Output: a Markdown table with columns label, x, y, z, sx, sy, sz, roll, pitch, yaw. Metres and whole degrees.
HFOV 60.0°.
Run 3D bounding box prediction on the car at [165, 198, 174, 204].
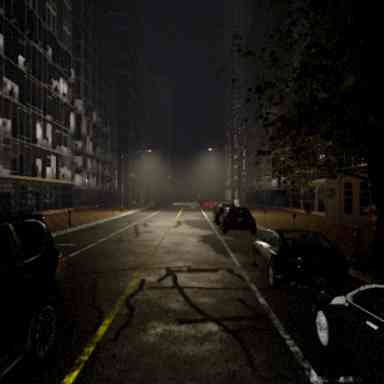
| label | x | y | z | sx | sy | sz | roll | pitch | yaw |
| --- | --- | --- | --- | --- | --- | --- | --- | --- | --- |
| car | -5.709 | 2.281 | 83.184 | 1.947 | 1.339 | 4.313 | 0 | 0 | 0 |

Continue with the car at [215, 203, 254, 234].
| label | x | y | z | sx | sy | sz | roll | pitch | yaw |
| --- | --- | --- | --- | --- | --- | --- | --- | --- | --- |
| car | 2.686 | 1.634 | 20.565 | 1.967 | 1.590 | 4.097 | 0 | -1 | 0 |

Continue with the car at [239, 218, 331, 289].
| label | x | y | z | sx | sy | sz | roll | pitch | yaw |
| --- | --- | --- | --- | --- | --- | --- | --- | --- | --- |
| car | 2.689 | 1.641 | 9.179 | 2.008 | 1.369 | 4.403 | 0 | -1 | 0 |

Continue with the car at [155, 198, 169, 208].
| label | x | y | z | sx | sy | sz | roll | pitch | yaw |
| --- | --- | --- | --- | --- | --- | --- | --- | --- | --- |
| car | -5.704 | 2.083 | 60.414 | 1.887 | 1.381 | 4.507 | 0 | 0 | 0 |

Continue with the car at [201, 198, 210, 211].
| label | x | y | z | sx | sy | sz | roll | pitch | yaw |
| --- | --- | --- | --- | --- | --- | --- | --- | --- | --- |
| car | 2.680 | 1.989 | 49.026 | 1.887 | 1.381 | 4.507 | 0 | 0 | 0 |

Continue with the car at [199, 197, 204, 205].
| label | x | y | z | sx | sy | sz | roll | pitch | yaw |
| --- | --- | --- | --- | --- | --- | --- | --- | --- | --- |
| car | 2.675 | 2.148 | 66.102 | 1.947 | 1.339 | 4.313 | 0 | 0 | 0 |

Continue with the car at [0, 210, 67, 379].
| label | x | y | z | sx | sy | sz | roll | pitch | yaw |
| --- | --- | --- | --- | --- | --- | --- | --- | --- | --- |
| car | -3.001 | 1.252 | 2.928 | 2.150 | 2.045 | 5.566 | 0 | -1 | 0 |

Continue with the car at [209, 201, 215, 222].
| label | x | y | z | sx | sy | sz | roll | pitch | yaw |
| --- | --- | --- | --- | --- | --- | --- | --- | --- | --- |
| car | 2.685 | 1.686 | 26.257 | 1.967 | 1.590 | 4.097 | 0 | -1 | 0 |

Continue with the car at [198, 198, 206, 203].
| label | x | y | z | sx | sy | sz | roll | pitch | yaw |
| --- | --- | --- | --- | --- | --- | --- | --- | --- | --- |
| car | 2.670 | 2.322 | 88.869 | 1.947 | 1.339 | 4.313 | 0 | 0 | 0 |

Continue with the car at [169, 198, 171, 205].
| label | x | y | z | sx | sy | sz | roll | pitch | yaw |
| --- | --- | --- | --- | --- | --- | --- | --- | --- | --- |
| car | -5.705 | 2.165 | 66.107 | 1.802 | 1.307 | 4.206 | 0 | 0 | 0 |

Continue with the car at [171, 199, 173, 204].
| label | x | y | z | sx | sy | sz | roll | pitch | yaw |
| --- | --- | --- | --- | --- | --- | --- | --- | --- | --- |
| car | -5.708 | 2.216 | 77.492 | 1.887 | 1.381 | 4.507 | 0 | 0 | 0 |

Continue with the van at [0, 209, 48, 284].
| label | x | y | z | sx | sy | sz | roll | pitch | yaw |
| --- | --- | --- | --- | --- | --- | --- | --- | --- | --- |
| van | -5.692 | 1.432 | 9.183 | 1.690 | 1.788 | 3.998 | 0 | -1 | 0 |

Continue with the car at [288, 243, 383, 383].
| label | x | y | z | sx | sy | sz | roll | pitch | yaw |
| --- | --- | --- | --- | --- | --- | --- | --- | --- | --- |
| car | 2.690 | 1.586 | 3.487 | 2.008 | 1.369 | 4.403 | 0 | -1 | 0 |

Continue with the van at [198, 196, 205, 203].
| label | x | y | z | sx | sy | sz | roll | pitch | yaw |
| --- | --- | --- | --- | --- | --- | --- | --- | --- | --- |
| van | 2.669 | 2.139 | 94.565 | 1.690 | 1.788 | 3.998 | 0 | 0 | 0 |
